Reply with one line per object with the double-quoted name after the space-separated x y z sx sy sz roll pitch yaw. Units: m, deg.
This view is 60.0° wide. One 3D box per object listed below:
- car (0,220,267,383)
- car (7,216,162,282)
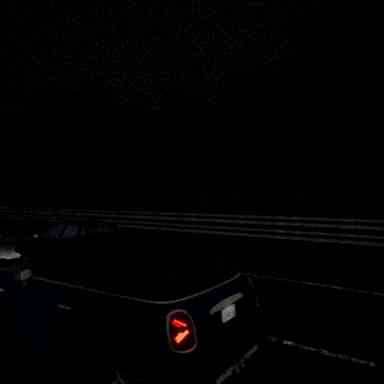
-1.322 1.388 4.935 4.553 1.767 2.097 -1 0 35 "car"
-3.684 1.636 10.914 5.357 1.411 2.033 -1 0 35 "car"
